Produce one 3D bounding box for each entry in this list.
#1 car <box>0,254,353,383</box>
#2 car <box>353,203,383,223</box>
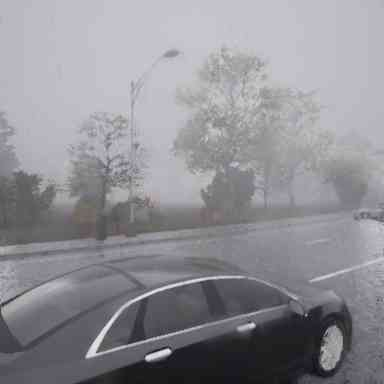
[{"bbox_3d":[-0.029,1.514,3.878,4.892,1.490,1.837,0,0,-37],"label":"car"},{"bbox_3d":[14.244,1.588,26.170,1.994,1.385,4.181,0,0,43],"label":"car"}]
